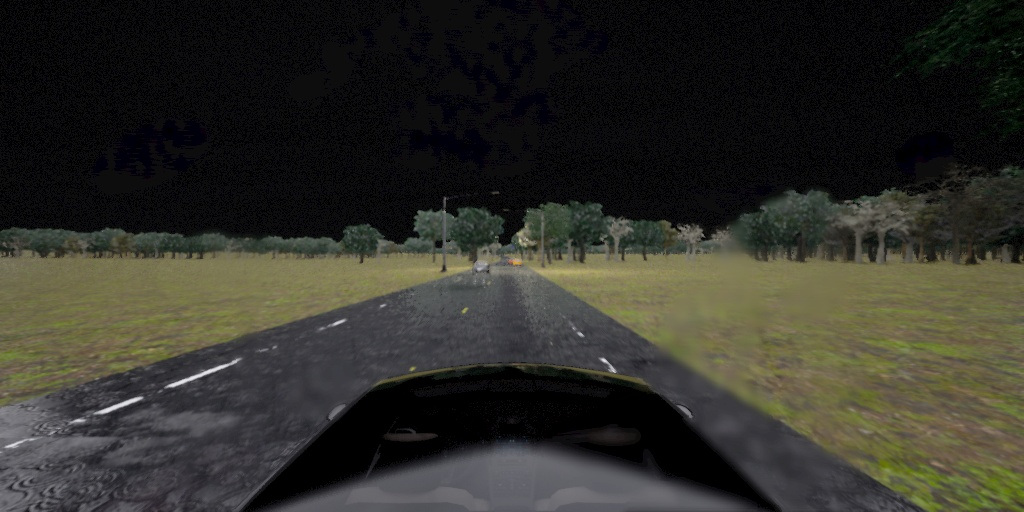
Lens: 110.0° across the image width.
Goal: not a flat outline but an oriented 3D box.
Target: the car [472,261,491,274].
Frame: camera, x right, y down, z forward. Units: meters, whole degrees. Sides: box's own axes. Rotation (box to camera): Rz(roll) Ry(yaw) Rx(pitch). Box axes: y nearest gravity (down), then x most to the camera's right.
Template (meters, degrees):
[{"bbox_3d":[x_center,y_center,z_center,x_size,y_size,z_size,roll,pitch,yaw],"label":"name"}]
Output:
[{"bbox_3d":[-3.554,1.334,42.076,2.128,1.511,4.902,0,0,0],"label":"car"}]
